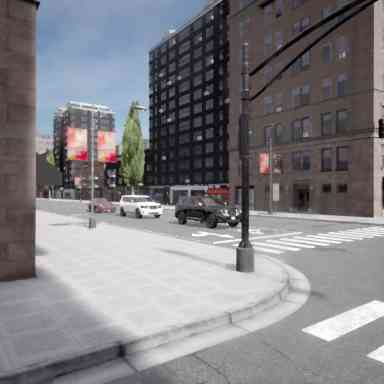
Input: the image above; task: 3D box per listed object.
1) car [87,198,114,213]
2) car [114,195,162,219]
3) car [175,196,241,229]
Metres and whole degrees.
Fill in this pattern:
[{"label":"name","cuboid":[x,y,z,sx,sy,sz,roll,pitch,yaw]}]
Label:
[{"label":"car","cuboid":[-10.582,1.492,38.896,2.097,1.767,4.553,0,0,-36]},{"label":"car","cuboid":[-4.921,1.325,31.045,2.150,2.045,5.566,0,0,-36]},{"label":"car","cuboid":[0.951,1.286,22.913,2.150,2.045,5.566,0,0,-36]}]
